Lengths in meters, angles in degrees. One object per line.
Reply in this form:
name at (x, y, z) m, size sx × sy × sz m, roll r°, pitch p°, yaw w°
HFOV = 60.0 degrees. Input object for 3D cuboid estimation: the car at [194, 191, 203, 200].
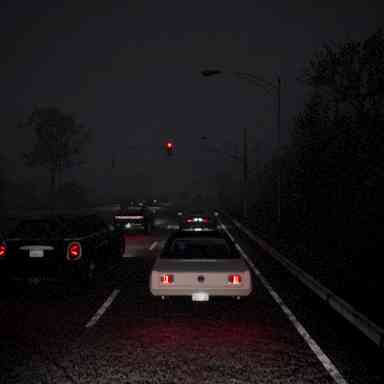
car at (1.512, 1.027, 75.921) m, size 2.128 × 1.511 × 4.902 m, roll 0°, pitch 3°, yaw 1°

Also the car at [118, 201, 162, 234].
car at (-3.187, 1.488, 19.053) m, size 2.128 × 1.511 × 4.902 m, roll 0°, pitch 0°, yaw 0°

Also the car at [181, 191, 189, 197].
car at (-1.751, 0.396, 86.449) m, size 1.895 × 1.301 × 4.718 m, roll 0°, pitch 3°, yaw 1°

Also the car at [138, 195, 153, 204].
car at (-9.241, 1.416, 66.018) m, size 2.128 × 1.511 × 4.902 m, roll 0°, pitch 1°, yaw 2°

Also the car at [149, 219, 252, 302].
car at (0.178, 1.599, 8.211) m, size 1.895 × 1.301 × 4.718 m, roll 0°, pitch 0°, yaw 0°

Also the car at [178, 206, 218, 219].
car at (0.319, 1.502, 17.464) m, size 1.837 × 1.490 × 4.892 m, roll 0°, pitch 0°, yaw 1°

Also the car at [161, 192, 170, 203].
car at (-5.718, 1.127, 66.690) m, size 2.150 × 2.045 × 5.566 m, roll 0°, pitch 1°, yaw 2°

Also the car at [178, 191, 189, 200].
car at (-1.987, 0.725, 76.015) m, size 2.150 × 2.045 × 5.566 m, roll 0°, pitch 3°, yaw 1°

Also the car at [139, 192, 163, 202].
car at (-6.157, 1.344, 50.330) m, size 2.097 × 1.767 × 4.553 m, roll 0°, pitch 0°, yaw 1°

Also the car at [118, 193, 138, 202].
car at (-9.636, 1.213, 50.838) m, size 2.150 × 2.045 × 5.566 m, roll 0°, pitch 0°, yaw 1°

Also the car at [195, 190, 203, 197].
car at (1.747, 0.355, 86.338) m, size 1.994 × 1.385 × 4.181 m, roll 0°, pitch 3°, yaw 1°

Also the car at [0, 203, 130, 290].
car at (-3.305, 1.350, 9.265) m, size 2.097 × 1.767 × 4.553 m, roll 0°, pitch 0°, yaw 1°
